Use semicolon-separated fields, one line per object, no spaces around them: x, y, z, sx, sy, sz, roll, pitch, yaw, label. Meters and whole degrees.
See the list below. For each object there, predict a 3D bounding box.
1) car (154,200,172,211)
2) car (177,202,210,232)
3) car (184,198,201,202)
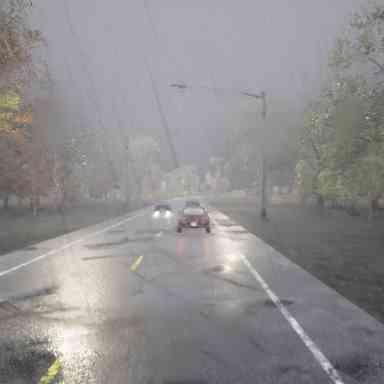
-3.570;1.661;41.712;1.895;1.301;4.718;0;0;0;car
0.099;1.555;20.129;1.812;1.442;4.674;0;0;0;car
0.098;1.570;44.239;1.837;1.490;4.892;0;0;0;car
